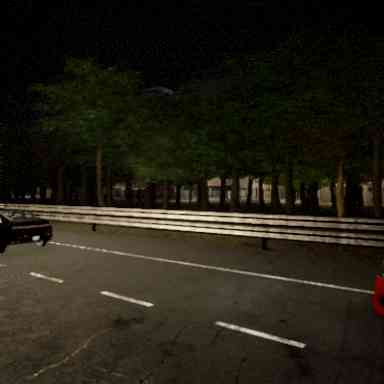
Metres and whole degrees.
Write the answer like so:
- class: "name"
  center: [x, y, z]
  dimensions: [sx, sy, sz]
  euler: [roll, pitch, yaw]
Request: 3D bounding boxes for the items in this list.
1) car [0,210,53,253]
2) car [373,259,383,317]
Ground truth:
- class: "car"
  center: [-7.734, 1.494, 13.697]
  dimensions: [4.902, 1.511, 2.128]
  euler: [0, 0, 36]
- class: "car"
  center: [5.495, 1.223, 4.249]
  dimensions: [5.566, 2.045, 2.150]
  euler: [0, 0, 35]
